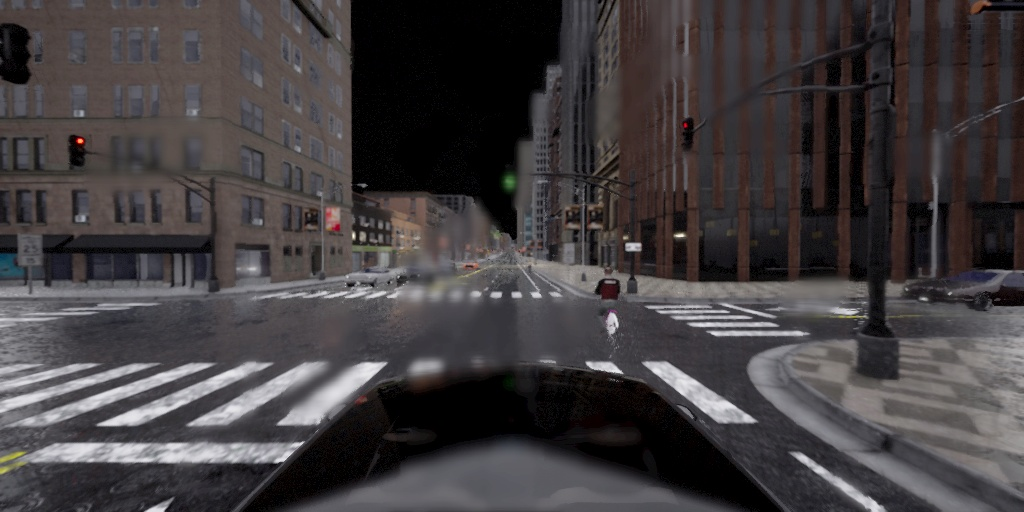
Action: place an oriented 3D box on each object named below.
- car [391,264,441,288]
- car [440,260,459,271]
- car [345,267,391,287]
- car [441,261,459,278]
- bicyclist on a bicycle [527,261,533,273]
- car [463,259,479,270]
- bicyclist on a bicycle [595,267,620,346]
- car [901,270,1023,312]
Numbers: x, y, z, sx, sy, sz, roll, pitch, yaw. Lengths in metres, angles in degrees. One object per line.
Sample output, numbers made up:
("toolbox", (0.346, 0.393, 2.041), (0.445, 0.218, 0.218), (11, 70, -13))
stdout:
("car", (-6.577, 1.449, 25.207), (1.895, 1.301, 4.718), (0, 0, 0))
("car", (-9.744, 1.464, 56.270), (2.128, 1.511, 4.902), (0, 0, 1))
("car", (-9.848, 1.449, 25.243), (1.895, 1.301, 4.718), (0, 0, 1))
("car", (-6.563, 1.456, 36.038), (1.994, 1.385, 4.181), (0, 0, 0))
("bicyclist on a bicycle", (2.273, 1.369, 45.524), (0.866, 1.612, 1.509), (0, 0, 0))
("car", (-6.487, 1.326, 56.880), (2.097, 1.767, 4.553), (0, 0, 1))
("bicyclist on a bicycle", (2.259, 1.153, 8.630), (0.659, 1.776, 1.843), (0, 0, 0))
("car", (17.924, 1.230, 13.275), (5.357, 1.411, 2.033), (0, 1, 0))
